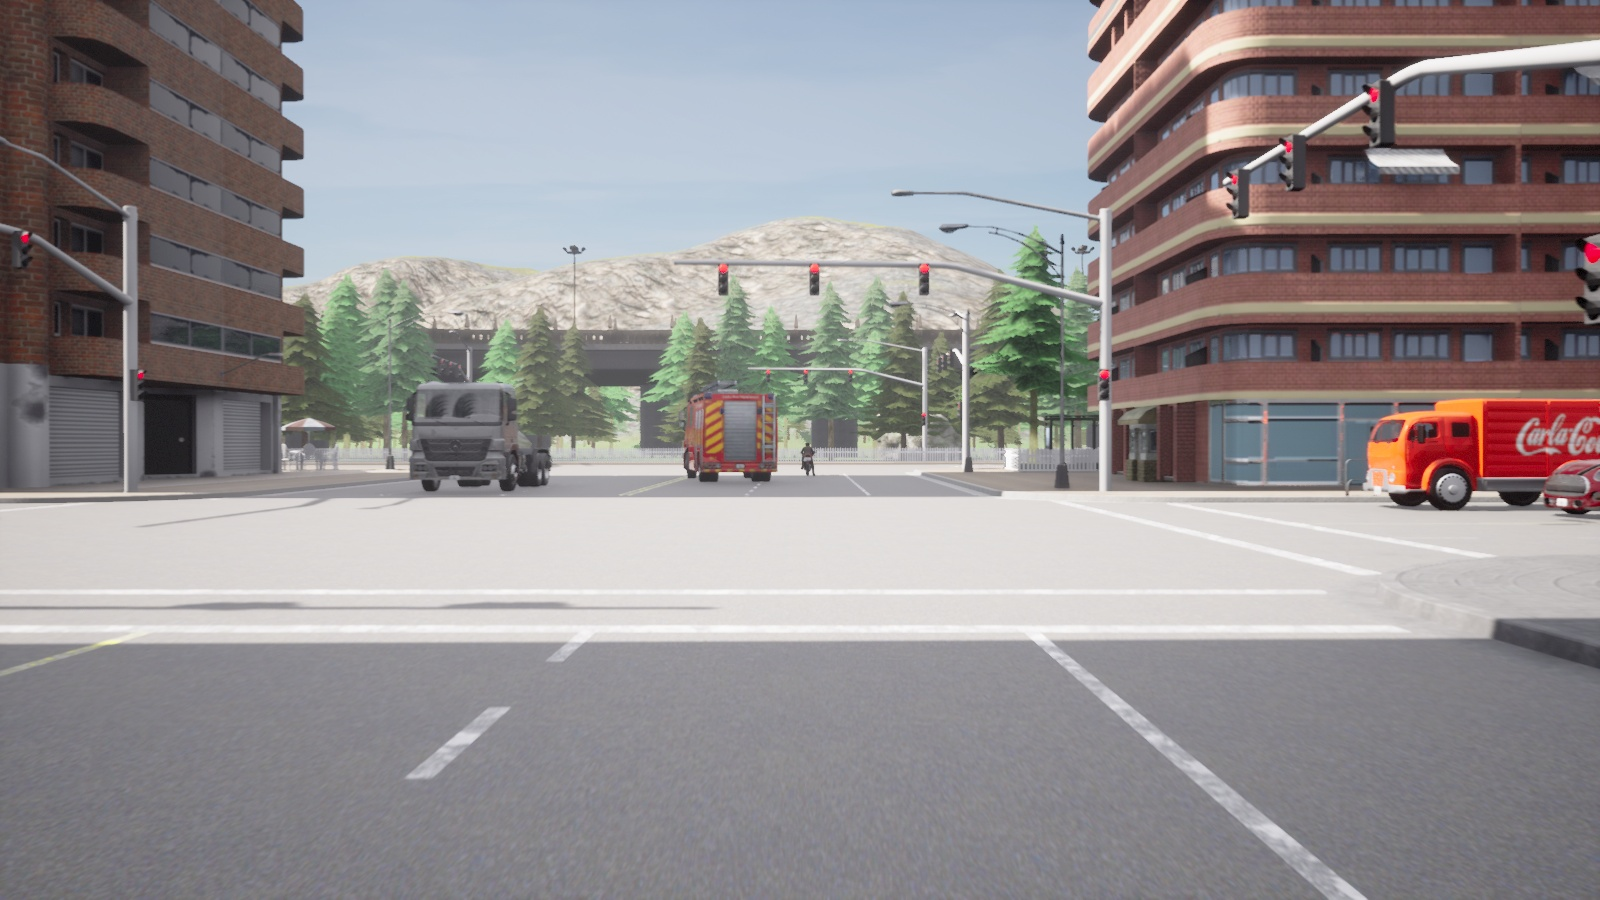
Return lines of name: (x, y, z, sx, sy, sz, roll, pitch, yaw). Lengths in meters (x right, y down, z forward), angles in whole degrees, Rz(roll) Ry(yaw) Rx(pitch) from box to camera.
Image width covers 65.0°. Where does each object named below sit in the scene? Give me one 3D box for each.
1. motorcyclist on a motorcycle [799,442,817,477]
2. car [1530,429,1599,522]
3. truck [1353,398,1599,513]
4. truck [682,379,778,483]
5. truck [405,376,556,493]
motorcyclist on a motorcycle: (0.340, 0.411, 56.467, 0.797, 1.523, 2.044, 0, 0, 0)
car: (17.264, 0.479, 24.728, 4.553, 1.767, 2.097, 0, 0, 0)
truck: (15.615, 0.113, 28.226, 5.204, 2.467, 2.627, 0, 0, 0)
truck: (-2.987, -0.708, 50.820, 2.891, 3.827, 8.468, 0, 0, -10)
truck: (-10.247, -0.476, 41.235, 2.891, 3.462, 7.936, 0, 0, 0)
